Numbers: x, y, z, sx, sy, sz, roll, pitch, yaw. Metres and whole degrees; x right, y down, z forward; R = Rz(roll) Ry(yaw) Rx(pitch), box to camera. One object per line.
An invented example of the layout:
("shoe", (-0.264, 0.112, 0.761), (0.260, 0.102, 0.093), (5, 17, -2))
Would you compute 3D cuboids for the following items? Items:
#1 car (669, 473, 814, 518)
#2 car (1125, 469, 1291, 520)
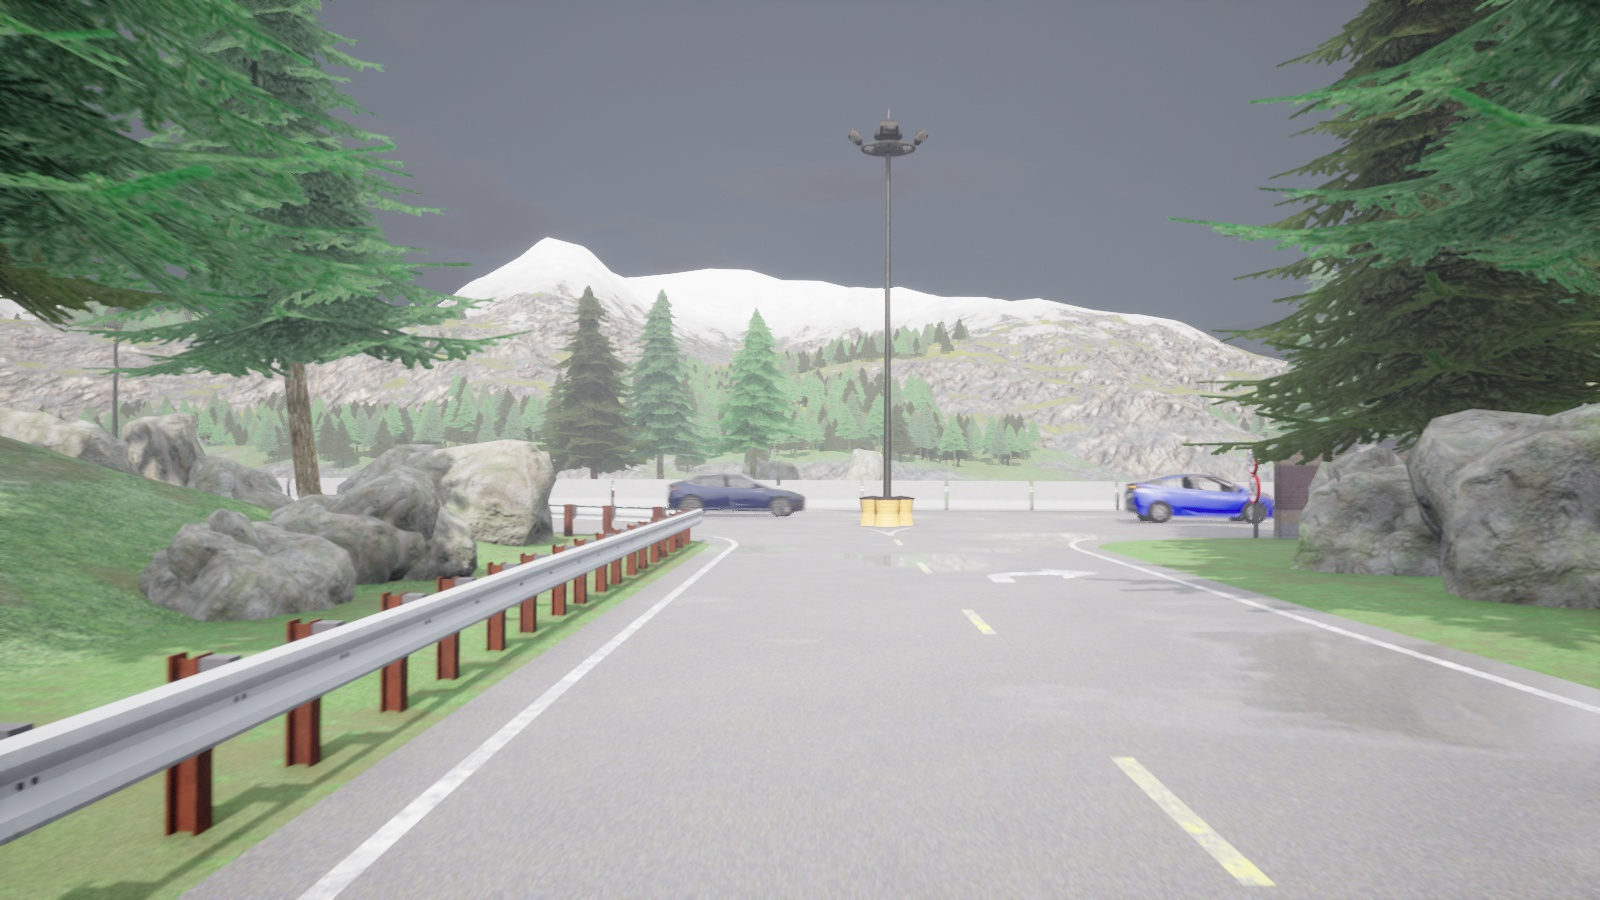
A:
("car", (-1.942, 1.548, 43.131), (4.792, 1.488, 2.163), (0, -1, 2))
("car", (12.606, 1.369, 39.019), (4.514, 1.525, 2.007), (0, -1, 2))
